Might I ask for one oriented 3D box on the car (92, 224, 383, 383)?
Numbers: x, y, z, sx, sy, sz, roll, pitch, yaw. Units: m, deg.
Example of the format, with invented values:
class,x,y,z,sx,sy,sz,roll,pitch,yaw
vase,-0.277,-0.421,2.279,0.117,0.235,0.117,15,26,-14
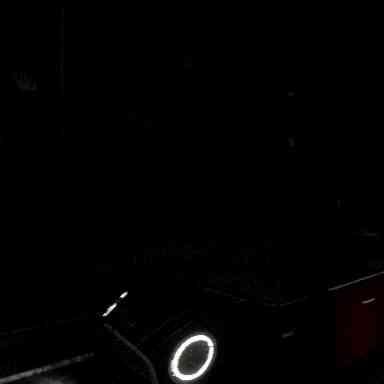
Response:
class,x,y,z,sx,sy,sz,roll,pitch,yaw
car,1.076,1.354,4.449,4.553,1.767,2.097,0,0,-35
